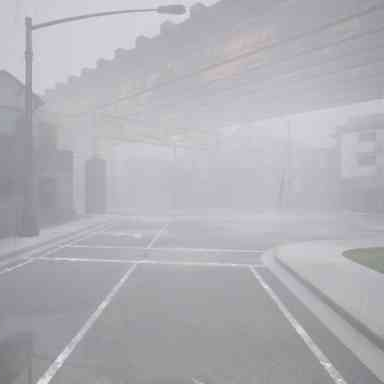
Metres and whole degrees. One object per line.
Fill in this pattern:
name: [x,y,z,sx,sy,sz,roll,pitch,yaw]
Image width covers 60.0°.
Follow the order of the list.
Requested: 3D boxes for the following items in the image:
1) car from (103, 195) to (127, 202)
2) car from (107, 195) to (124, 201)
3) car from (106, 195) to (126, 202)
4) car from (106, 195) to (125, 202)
car: [-16.819,1.453,72.464,4.974,1.542,2.038,0,0,-15]
car: [-17.482,1.295,76.183,1.853,1.218,4.536,0,0,15]
car: [-16.769,1.295,72.477,4.536,1.218,1.853,0,0,-15]
car: [-17.496,1.453,76.133,2.038,1.542,4.974,0,0,15]
